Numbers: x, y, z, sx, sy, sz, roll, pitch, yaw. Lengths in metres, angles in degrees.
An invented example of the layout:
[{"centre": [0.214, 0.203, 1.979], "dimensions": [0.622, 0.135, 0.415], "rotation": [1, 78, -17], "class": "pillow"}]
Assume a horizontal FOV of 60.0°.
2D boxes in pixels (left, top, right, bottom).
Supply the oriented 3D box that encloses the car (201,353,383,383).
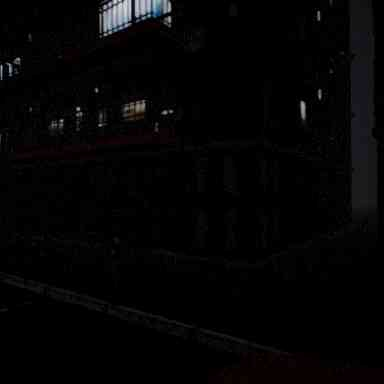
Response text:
[{"centre": [1.969, 1.520, 1.475], "dimensions": [4.829, 1.417, 1.752], "rotation": [0, 0, 36], "class": "car"}]
